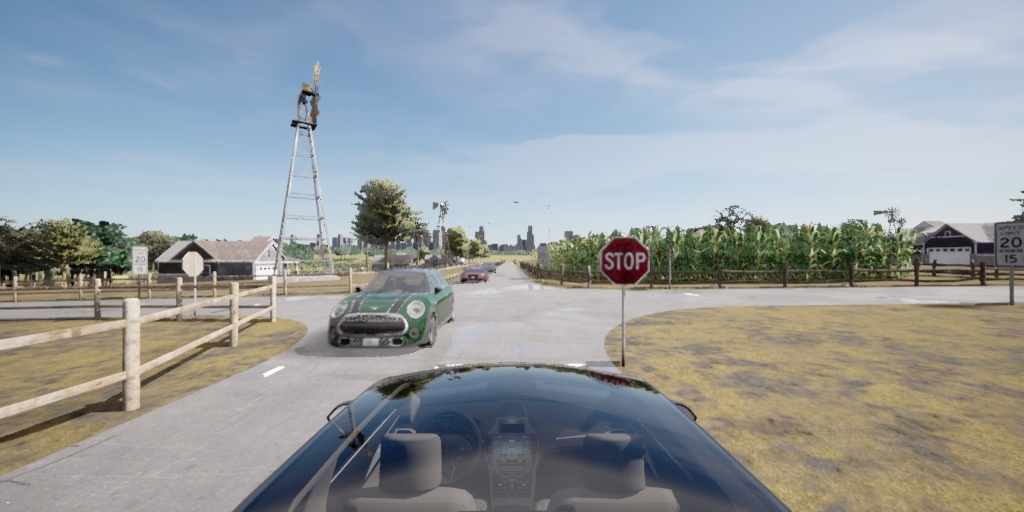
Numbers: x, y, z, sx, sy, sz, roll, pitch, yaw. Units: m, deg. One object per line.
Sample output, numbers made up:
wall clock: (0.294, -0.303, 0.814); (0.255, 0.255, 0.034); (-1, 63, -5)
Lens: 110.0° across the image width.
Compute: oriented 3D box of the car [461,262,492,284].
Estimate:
car: (-2.845, 1.400, 28.099); (1.994, 1.385, 4.181); (0, 0, 0)

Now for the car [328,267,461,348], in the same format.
car: (-2.782, 1.121, 9.289); (2.097, 1.767, 4.553); (0, -1, 0)

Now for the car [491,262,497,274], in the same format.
car: (-2.909, 1.529, 45.363); (1.837, 1.490, 4.892); (0, 0, 0)
